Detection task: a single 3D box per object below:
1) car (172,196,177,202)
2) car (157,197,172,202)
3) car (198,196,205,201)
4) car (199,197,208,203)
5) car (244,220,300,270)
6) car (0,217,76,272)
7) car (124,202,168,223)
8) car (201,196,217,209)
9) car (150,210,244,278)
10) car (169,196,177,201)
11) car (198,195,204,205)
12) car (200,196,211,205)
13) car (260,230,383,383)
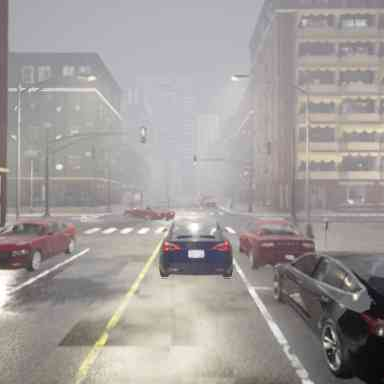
[{"bbox_3d":[-5.303,1.867,83.198,1.887,1.381,4.507,1,0,0],"label":"car"},{"bbox_3d":[-5.321,1.774,60.440,2.008,1.369,4.403,1,0,0],"label":"car"},{"bbox_3d":[2.577,1.959,94.588,1.802,1.307,4.206,1,0,0],"label":"car"},{"bbox_3d":[2.576,1.863,77.520,1.947,1.339,4.313,1,0,0],"label":"car"},{"bbox_3d":[2.574,1.582,11.016,1.887,1.381,4.507,1,0,0],"label":"car"},{"bbox_3d":[-5.273,1.581,10.988,1.887,1.381,4.507,1,0,0],"label":"car"},{"bbox_3d":[-3.500,1.691,26.536,1.895,1.301,4.718,0,0,-41],"label":"car"},{"bbox_3d":[2.705,1.721,49.072,1.887,1.381,4.507,1,0,0],"label":"car"},{"bbox_3d":[0.102,1.538,10.320,2.163,1.488,4.792,0,0,0],"label":"car"},{"bbox_3d":[-5.303,1.922,94.577,1.887,1.381,4.507,1,0,0],"label":"car"},{"bbox_3d":[2.610,1.532,59.018,2.192,1.841,5.009,1,0,0],"label":"car"},{"bbox_3d":[2.577,1.687,66.141,1.967,1.590,4.097,1,0,0],"label":"car"},{"bbox_3d":[2.574,1.584,5.345,1.947,1.339,4.313,1,0,0],"label":"car"}]
